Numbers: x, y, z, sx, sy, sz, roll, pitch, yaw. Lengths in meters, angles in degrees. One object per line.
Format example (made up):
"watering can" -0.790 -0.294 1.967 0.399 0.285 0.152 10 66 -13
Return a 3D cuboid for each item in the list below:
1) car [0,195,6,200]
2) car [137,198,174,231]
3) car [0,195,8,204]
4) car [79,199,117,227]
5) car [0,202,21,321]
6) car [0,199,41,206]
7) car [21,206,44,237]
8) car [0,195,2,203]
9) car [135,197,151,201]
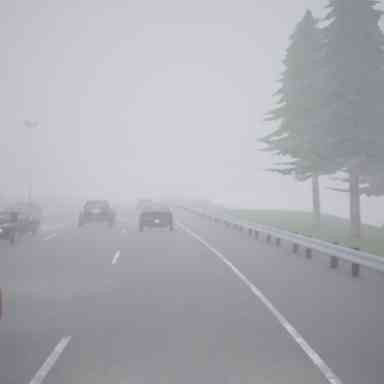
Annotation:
"car" -28.661 1.407 48.054 1.812 1.442 4.674 0 0 -10
"car" -2.212 1.367 19.832 1.882 1.535 5.008 0 0 -9
"car" -33.882 1.355 57.688 1.837 1.490 4.892 0 0 -10
"car" -6.184 1.251 22.308 2.097 1.767 4.553 0 0 -10
"car" -3.632 1.230 2.231 2.150 2.045 5.566 0 0 -2
"car" -14.403 1.458 28.785 2.033 1.411 5.357 0 0 -10
"car" -8.537 1.559 15.313 1.895 1.301 4.718 0 0 -9
"car" -38.604 1.367 64.279 1.812 1.442 4.674 0 0 -10
"car" -5.351 1.288 37.831 2.128 1.511 4.902 0 0 -10
